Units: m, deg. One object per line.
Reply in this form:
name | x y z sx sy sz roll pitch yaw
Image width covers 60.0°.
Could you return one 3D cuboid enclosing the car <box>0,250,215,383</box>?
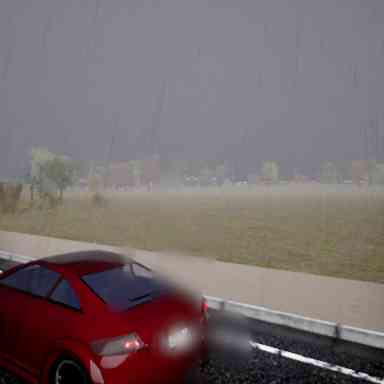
car | -1.772 1.564 4.786 4.181 1.385 1.994 0 0 35
